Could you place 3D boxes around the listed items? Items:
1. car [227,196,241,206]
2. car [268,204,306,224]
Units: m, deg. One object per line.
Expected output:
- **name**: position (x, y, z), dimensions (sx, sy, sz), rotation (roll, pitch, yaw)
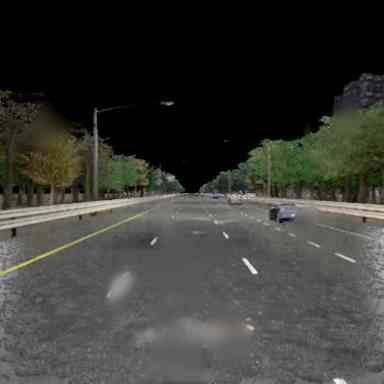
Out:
- **car**: position (7.148, 1.597, 56.645), dimensions (2.033, 1.411, 5.357), rotation (0, 0, 0)
- **car**: position (7.028, 1.585, 24.989), dimensions (1.994, 1.385, 4.181), rotation (0, 0, 0)
